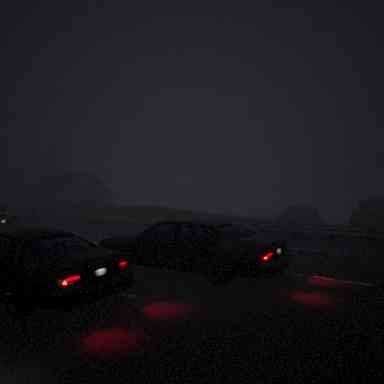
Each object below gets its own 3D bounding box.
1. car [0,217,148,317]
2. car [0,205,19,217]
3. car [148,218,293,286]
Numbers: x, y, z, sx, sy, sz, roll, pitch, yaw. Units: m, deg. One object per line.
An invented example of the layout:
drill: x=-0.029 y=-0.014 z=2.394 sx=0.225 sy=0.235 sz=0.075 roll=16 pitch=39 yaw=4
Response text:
car: x=-3.783 y=1.480 z=7.224 sx=5.357 sy=1.411 sz=2.033 roll=0 pitch=1 yaw=31
car: x=-13.083 y=1.442 z=20.668 sx=4.718 sy=1.301 sz=1.895 roll=0 pitch=1 yaw=27
car: x=-0.123 y=1.419 z=8.991 sx=5.357 sy=1.411 sz=2.033 roll=0 pitch=1 yaw=31
